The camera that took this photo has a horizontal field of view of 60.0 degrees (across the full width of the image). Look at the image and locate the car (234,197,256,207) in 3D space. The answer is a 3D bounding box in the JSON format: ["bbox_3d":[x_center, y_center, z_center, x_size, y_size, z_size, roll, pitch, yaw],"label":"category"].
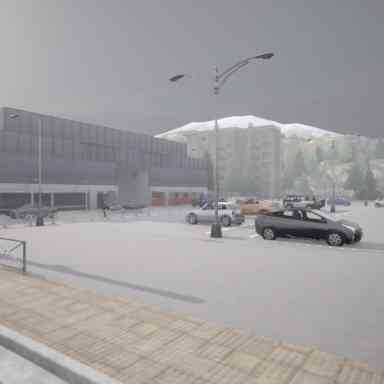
[{"bbox_3d":[9.262,1.702,57.956,1.812,1.442,4.674,0,0,35],"label":"car"}]

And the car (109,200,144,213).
[{"bbox_3d":[-7.897,1.668,39.995,2.128,1.511,4.902,0,0,35],"label":"car"}]

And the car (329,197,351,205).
[{"bbox_3d":[24.536,1.565,55.484,3.633,1.501,1.845,0,0,35],"label":"car"}]

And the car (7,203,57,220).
[{"bbox_3d":[-14.615,1.740,30.538,1.994,1.385,4.181,0,0,35],"label":"car"}]

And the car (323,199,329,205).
[{"bbox_3d":[13.669,1.289,40.409,4.605,1.855,1.932,0,0,35],"label":"car"}]

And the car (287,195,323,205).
[{"bbox_3d":[12.324,1.269,37.800,3.866,1.878,1.905,0,0,35],"label":"car"}]

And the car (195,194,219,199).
[{"bbox_3d":[3.207,1.398,49.368,2.150,2.045,5.566,0,0,37],"label":"car"}]

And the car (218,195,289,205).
[{"bbox_3d":[4.920,1.345,27.366,5.027,1.636,2.152,0,0,35],"label":"car"}]

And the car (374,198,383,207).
[{"bbox_3d":[28.863,1.576,48.759,3.806,1.475,1.970,0,0,35],"label":"car"}]

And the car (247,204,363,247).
[{"bbox_3d":[5.098,1.490,14.879,4.514,1.523,2.007,0,0,35],"label":"car"}]

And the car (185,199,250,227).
[{"bbox_3d":[1.469,1.424,21.946,3.806,1.475,1.970,0,0,35],"label":"car"}]

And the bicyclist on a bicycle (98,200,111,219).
[{"bbox_3d":[-7.368,1.477,27.820,1.656,1.620,0.582,0,0,35],"label":"bicyclist on a bicycle"}]

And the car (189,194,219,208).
[{"bbox_3d":[2.001,1.401,53.812,2.150,2.045,5.566,0,0,36],"label":"car"}]
